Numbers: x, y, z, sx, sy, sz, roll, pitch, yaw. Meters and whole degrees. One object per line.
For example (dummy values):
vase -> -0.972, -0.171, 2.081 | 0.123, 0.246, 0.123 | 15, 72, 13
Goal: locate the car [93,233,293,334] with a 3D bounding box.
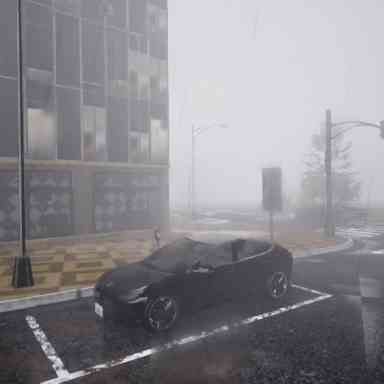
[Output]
car -> 0.241, 1.565, 6.739 | 4.313, 1.339, 1.947 | 0, -1, -35

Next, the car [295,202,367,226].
car -> 9.627, 1.485, 23.421 | 2.128, 1.511, 4.902 | -1, 1, -37
